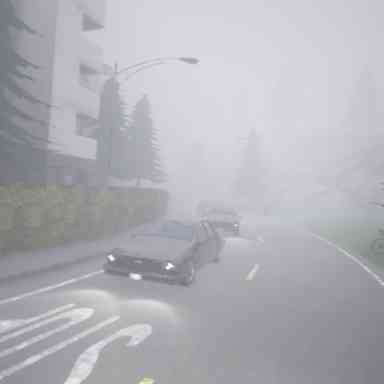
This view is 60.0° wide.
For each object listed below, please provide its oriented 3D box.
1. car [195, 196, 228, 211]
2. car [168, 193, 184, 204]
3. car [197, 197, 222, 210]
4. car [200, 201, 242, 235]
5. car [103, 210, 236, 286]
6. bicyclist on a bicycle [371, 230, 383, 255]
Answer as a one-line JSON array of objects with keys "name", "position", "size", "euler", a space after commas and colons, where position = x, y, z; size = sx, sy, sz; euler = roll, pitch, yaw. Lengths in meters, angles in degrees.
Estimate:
[{"name": "car", "position": [2.306, 1.368, 40.896], "size": [1.837, 1.490, 4.892], "euler": [4, 0, -24]}, {"name": "car", "position": [-3.253, 0.898, 49.635], "size": [2.128, 1.511, 4.902], "euler": [4, 1, -44]}, {"name": "car", "position": [1.610, 1.401, 29.828], "size": [1.837, 1.490, 4.892], "euler": [4, 0, -9]}, {"name": "car", "position": [1.843, 1.537, 19.479], "size": [2.033, 1.411, 5.357], "euler": [4, 0, 6]}, {"name": "car", "position": [-0.357, 1.455, 9.599], "size": [2.033, 1.411, 5.357], "euler": [4, 0, 18]}, {"name": "bicyclist on a bicycle", "position": [8.288, 1.811, 13.687], "size": [1.656, 1.620, 0.582], "euler": [1, 2, 11]}]
